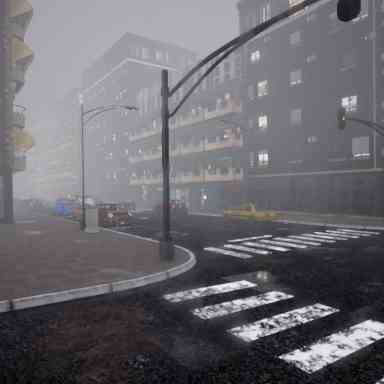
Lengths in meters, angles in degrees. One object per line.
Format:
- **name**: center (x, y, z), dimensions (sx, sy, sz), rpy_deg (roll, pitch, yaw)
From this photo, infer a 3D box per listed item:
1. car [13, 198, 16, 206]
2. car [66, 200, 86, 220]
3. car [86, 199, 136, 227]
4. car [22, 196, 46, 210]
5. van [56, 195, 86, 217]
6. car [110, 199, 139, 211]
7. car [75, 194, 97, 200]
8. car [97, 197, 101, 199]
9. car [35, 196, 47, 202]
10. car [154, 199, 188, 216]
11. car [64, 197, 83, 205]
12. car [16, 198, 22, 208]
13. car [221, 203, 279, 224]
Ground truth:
- **car**: center (-31.601, 1.783, 59.955), dimensions (1.887, 1.381, 4.507), rpy_deg (-1, 1, -36)
- **car**: center (-8.946, 1.652, 28.321), dimensions (1.752, 1.417, 4.829), rpy_deg (-1, 1, -36)
- **car**: center (-5.824, 1.553, 23.960), dimensions (1.967, 1.590, 4.097), rpy_deg (-1, 1, -36)
- **car**: center (-21.936, 1.628, 46.456), dimensions (1.967, 1.590, 4.097), rpy_deg (-1, 1, -36)
- **van**: center (-12.270, 1.483, 32.957), dimensions (1.690, 1.788, 3.998), rpy_deg (-1, 1, -36)
- **car**: center (-8.676, 1.582, 42.336), dimensions (2.008, 1.369, 4.403), rpy_deg (-1, 1, -36)
- **car**: center (-16.186, 1.317, 48.367), dimensions (2.150, 2.045, 5.566), rpy_deg (-1, 0, -36)
- **car**: center (-15.123, 1.502, 51.334), dimensions (1.967, 1.590, 4.097), rpy_deg (-1, 1, -36)
- **car**: center (-37.677, 1.728, 82.832), dimensions (1.887, 1.381, 4.507), rpy_deg (-1, 1, -36)
- **car**: center (-2.233, 1.441, 33.336), dimensions (1.967, 1.590, 4.097), rpy_deg (-1, 1, -36)
- **car**: center (-21.566, 1.646, 60.334), dimensions (2.008, 1.369, 4.403), rpy_deg (-1, 1, -36)
- **car**: center (-25.156, 1.770, 50.956), dimensions (1.947, 1.339, 4.313), rpy_deg (-1, 1, -36)
- **car**: center (4.113, 1.498, 24.477), dimensions (1.752, 1.417, 4.829), rpy_deg (-1, 1, -36)
